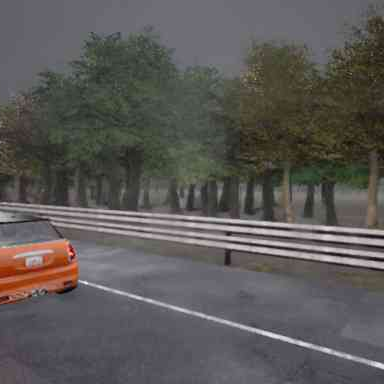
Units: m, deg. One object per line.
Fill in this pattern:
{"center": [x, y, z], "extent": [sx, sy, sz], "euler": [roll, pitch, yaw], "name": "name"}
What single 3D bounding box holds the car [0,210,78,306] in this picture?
{"center": [-4.533, 1.214, 7.181], "extent": [4.553, 1.767, 2.097], "euler": [1, 1, 36], "name": "car"}
